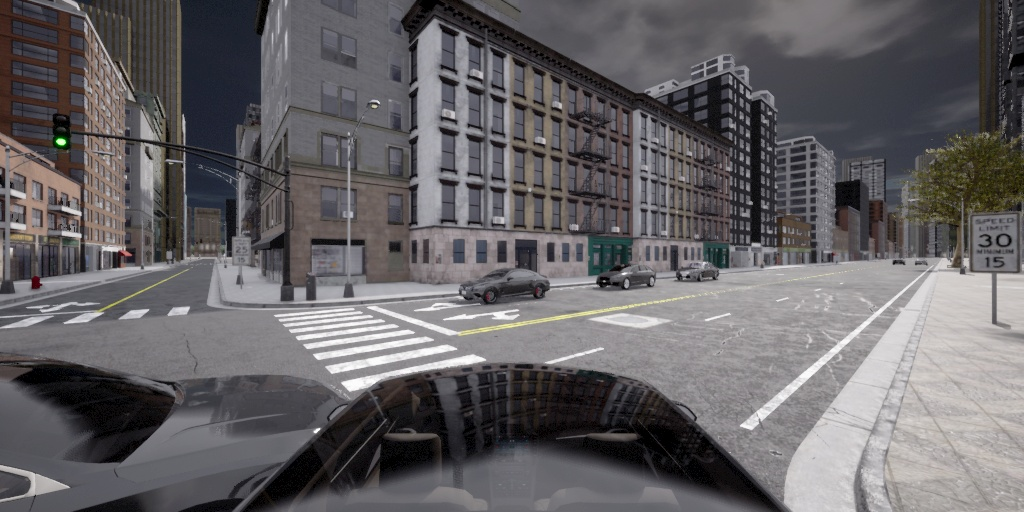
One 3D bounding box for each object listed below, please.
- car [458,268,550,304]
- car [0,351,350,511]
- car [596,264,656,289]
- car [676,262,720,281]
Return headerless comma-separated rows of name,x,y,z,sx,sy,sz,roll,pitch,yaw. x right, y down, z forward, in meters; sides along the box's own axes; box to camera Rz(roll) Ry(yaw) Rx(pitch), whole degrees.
car,-0.237,1.285,16.625,4.674,1.442,1.812,0,0,-40
car,-3.242,1.257,1.617,4.892,1.490,1.837,0,0,-35
car,7.379,1.256,22.941,4.892,1.490,1.837,0,0,-40
car,15.311,1.233,29.507,4.902,1.511,2.128,0,0,-40
